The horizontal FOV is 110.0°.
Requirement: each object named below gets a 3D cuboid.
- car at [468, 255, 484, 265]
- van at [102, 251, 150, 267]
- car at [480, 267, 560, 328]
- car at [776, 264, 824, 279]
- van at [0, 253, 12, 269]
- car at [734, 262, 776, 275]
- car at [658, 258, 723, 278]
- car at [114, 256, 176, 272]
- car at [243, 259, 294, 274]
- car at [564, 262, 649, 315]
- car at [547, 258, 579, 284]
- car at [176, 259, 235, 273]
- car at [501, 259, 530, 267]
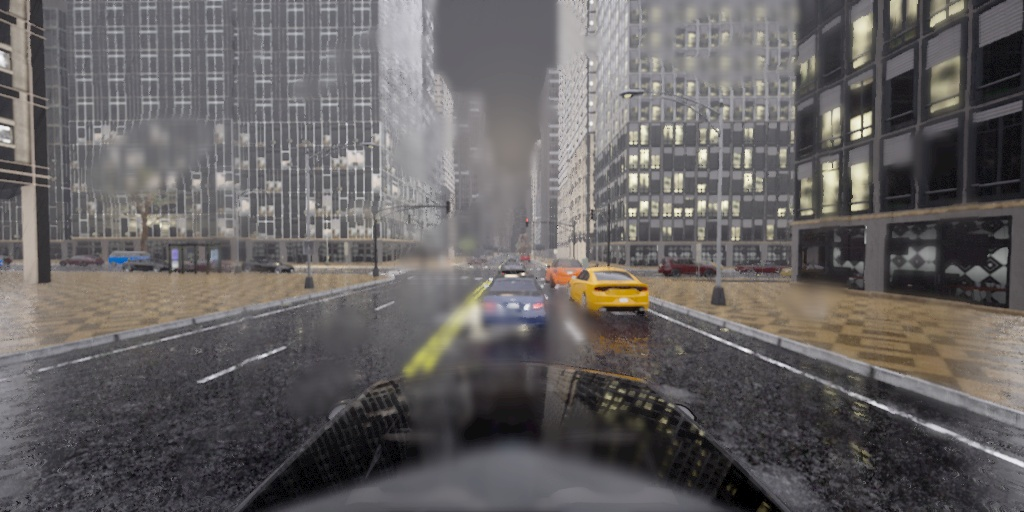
[{"bbox_3d":[-6.676,0.895,64.753,1.994,1.385,4.181,0,0,0],"label":"car"},{"bbox_3d":[-45.371,0.364,42.529,3.998,1.789,1.690,0,0,1],"label":"van"},{"bbox_3d":[0.081,1.239,11.045,2.033,1.411,5.357,0,0,1],"label":"car"},{"bbox_3d":[27.578,1.395,32.993,4.829,1.417,1.751,0,0,1],"label":"car"},{"bbox_3d":[-51.207,0.494,34.255,3.998,1.789,1.690,0,0,1],"label":"van"},{"bbox_3d":[26.848,1.338,38.778,4.718,1.301,1.895,1,1,1],"label":"car"},{"bbox_3d":[16.129,1.084,33.166,5.009,1.841,2.192,0,0,1],"label":"car"},{"bbox_3d":[-34.162,0.879,33.893,4.313,1.339,1.948,0,0,1],"label":"car"},{"bbox_3d":[-22.797,0.985,33.611,4.313,1.339,1.948,0,0,1],"label":"car"},{"bbox_3d":[3.327,1.156,13.156,1.882,1.535,5.008,0,0,0],"label":"car"},{"bbox_3d":[3.307,0.970,22.455,2.097,1.767,4.553,0,0,0],"label":"car"},{"bbox_3d":[-28.481,0.949,33.732,4.207,1.307,1.802,0,0,1],"label":"car"},{"bbox_3d":[0.061,1.120,20.797,2.128,1.511,4.902,0,0,0],"label":"car"}]
